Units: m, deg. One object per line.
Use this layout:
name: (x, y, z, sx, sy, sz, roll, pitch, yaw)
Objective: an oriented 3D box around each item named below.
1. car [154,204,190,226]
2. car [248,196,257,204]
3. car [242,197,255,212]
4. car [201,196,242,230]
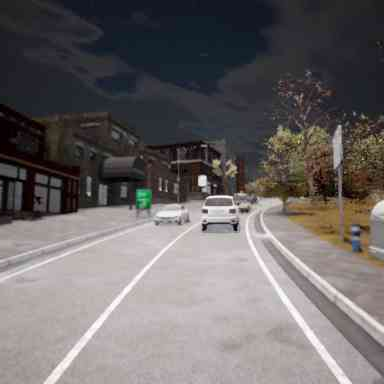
car: (-1.357, 1.615, 24.153, 1.812, 1.442, 4.674, -1, 0, 10)
car: (11.173, 1.590, 63.595, 1.837, 1.490, 4.892, -2, 0, 23)
car: (5.887, 1.636, 39.120, 1.895, 1.301, 4.718, -2, 0, 16)
car: (1.910, 1.258, 21.413, 2.150, 2.045, 5.566, -1, 0, 9)
